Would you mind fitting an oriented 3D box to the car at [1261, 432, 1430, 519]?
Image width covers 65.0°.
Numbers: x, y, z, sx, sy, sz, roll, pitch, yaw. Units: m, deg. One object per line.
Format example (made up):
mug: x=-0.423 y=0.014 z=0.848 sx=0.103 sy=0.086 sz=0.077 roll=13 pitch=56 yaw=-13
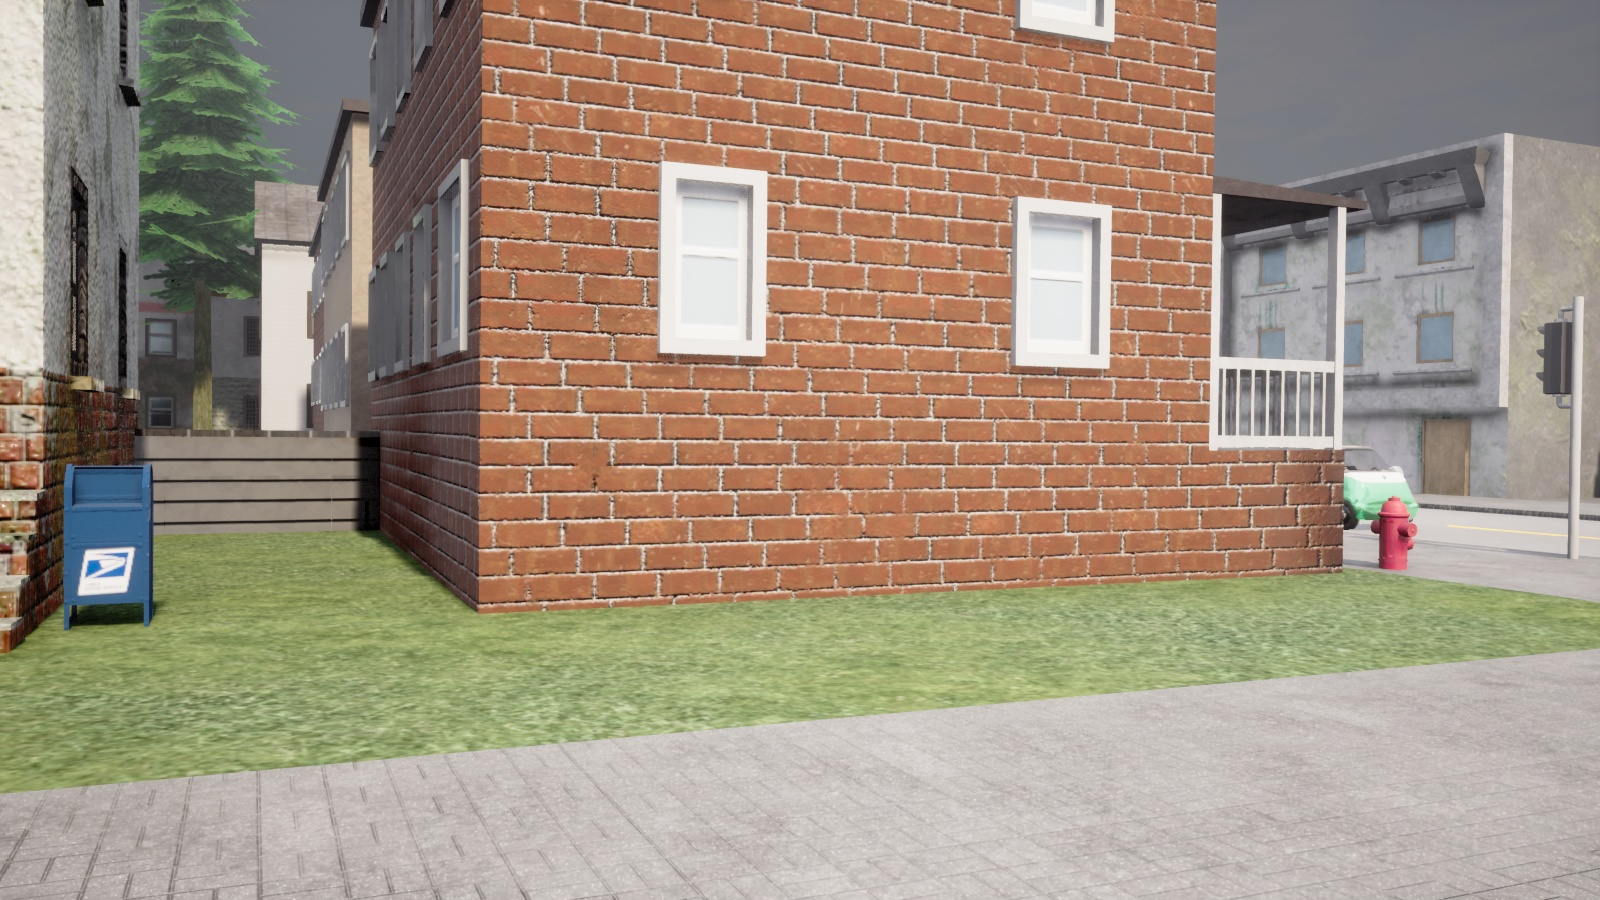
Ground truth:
car: x=9.208 y=0.406 z=21.314 sx=1.481 sy=1.376 sz=2.207 roll=-1 pitch=0 yaw=-23
